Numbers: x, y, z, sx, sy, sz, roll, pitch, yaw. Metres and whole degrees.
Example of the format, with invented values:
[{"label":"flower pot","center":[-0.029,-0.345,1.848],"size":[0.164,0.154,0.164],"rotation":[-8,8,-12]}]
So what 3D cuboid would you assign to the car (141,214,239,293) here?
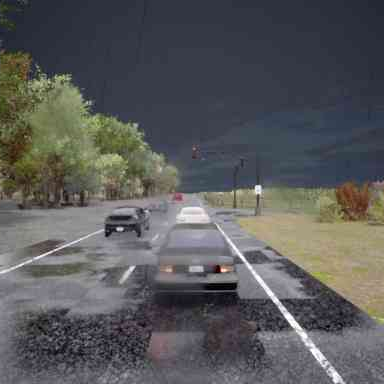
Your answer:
[{"label":"car","center":[0.079,1.550,8.986],"size":[2.033,1.411,5.357],"rotation":[0,0,0]}]

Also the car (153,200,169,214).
[{"label":"car","center":[-3.485,1.554,35.515],"size":[2.033,1.411,5.357],"rotation":[0,0,0]}]

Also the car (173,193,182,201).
[{"label":"car","center":[-3.711,1.224,87.356],"size":[2.150,2.045,5.566],"rotation":[0,0,0]}]

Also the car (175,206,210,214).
[{"label":"car","center":[0.042,1.530,18.570],"size":[1.812,1.442,4.674],"rotation":[0,0,0]}]

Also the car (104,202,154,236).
[{"label":"car","center":[-3.443,1.509,18.261],"size":[1.837,1.490,4.892],"rotation":[0,0,0]}]
